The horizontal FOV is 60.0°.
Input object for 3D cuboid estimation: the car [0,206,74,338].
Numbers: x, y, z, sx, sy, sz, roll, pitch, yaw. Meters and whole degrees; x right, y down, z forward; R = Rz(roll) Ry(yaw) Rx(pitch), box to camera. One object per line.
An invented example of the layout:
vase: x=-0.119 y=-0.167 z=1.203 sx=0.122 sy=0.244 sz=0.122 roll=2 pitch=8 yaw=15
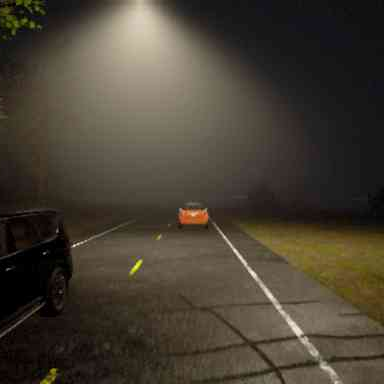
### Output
car: x=-3.572 y=1.273 z=4.784 sx=2.150 sy=2.045 sz=5.566 roll=0 pitch=-1 yaw=1

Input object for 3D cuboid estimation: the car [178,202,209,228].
car: x=0.098 y=1.604 z=24.508 sx=2.097 sy=1.767 sz=4.553 roll=0 pitch=-1 yaw=0

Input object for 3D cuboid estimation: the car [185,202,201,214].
car: x=0.108 y=1.958 z=41.753 sx=1.812 sy=1.442 sz=4.674 roll=0 pitch=-1 yaw=0
